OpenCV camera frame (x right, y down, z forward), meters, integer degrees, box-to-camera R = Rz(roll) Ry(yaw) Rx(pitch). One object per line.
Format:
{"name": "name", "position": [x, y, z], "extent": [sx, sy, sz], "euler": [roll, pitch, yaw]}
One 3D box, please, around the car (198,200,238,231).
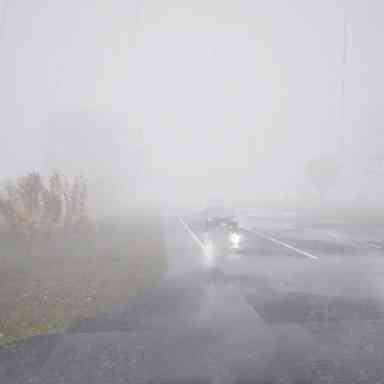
{"name": "car", "position": [1.476, 1.473, 20.323], "extent": [1.812, 1.442, 4.674], "euler": [0, 0, -6]}

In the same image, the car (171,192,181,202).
{"name": "car", "position": [-3.360, 1.250, 68.667], "extent": [1.812, 1.442, 4.674], "euler": [0, 0, -2]}

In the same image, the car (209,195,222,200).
{"name": "car", "position": [4.278, 1.297, 60.695], "extent": [1.994, 1.385, 4.181], "euler": [0, 0, -6]}
